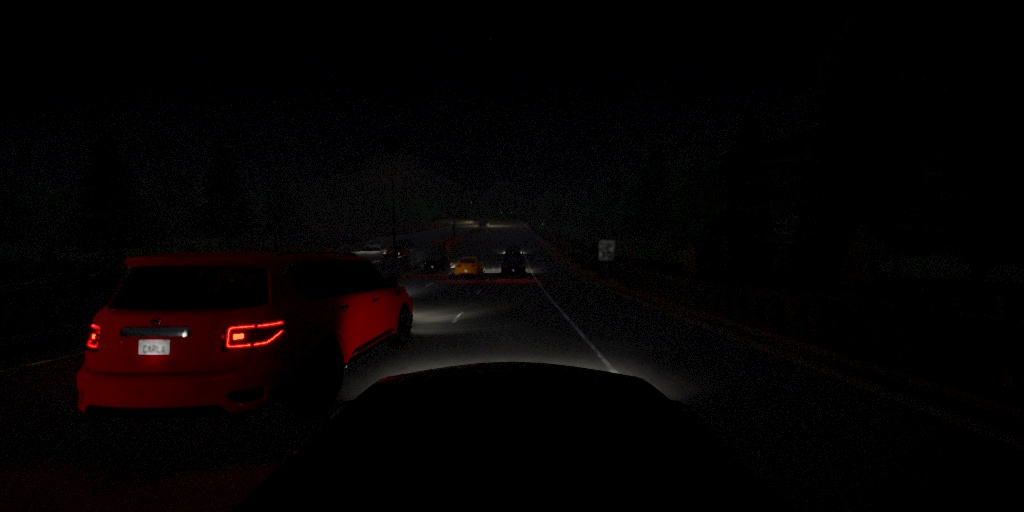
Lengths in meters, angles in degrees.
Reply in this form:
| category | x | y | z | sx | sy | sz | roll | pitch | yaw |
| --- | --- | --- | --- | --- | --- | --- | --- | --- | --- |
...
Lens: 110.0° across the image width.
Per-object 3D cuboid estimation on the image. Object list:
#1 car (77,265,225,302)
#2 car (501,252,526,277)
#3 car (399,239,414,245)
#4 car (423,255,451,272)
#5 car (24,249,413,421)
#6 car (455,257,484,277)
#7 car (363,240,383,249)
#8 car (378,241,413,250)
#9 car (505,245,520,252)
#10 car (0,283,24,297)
| category | x | y | z | sx | sy | sz | roll | pitch | yaw |
| --- | --- | --- | --- | --- | --- | --- | --- | --- | --- |
| car | -17.595 | 1.226 | 18.031 | 2.033 | 1.411 | 5.357 | 0 | 1 | 0 |
| car | 0.106 | 0.787 | 29.272 | 1.882 | 1.535 | 5.008 | 0 | 3 | 0 |
| car | -17.469 | -2.092 | 58.481 | 2.033 | 1.411 | 5.357 | 0 | 7 | 1 |
| car | -6.893 | 0.587 | 33.287 | 1.812 | 1.442 | 4.674 | 0 | 4 | 0 |
| car | -3.398 | 0.954 | 6.089 | 2.150 | 2.045 | 5.566 | 0 | 0 | 0 |
| car | -3.394 | 0.804 | 28.987 | 1.882 | 1.535 | 5.008 | 0 | 3 | 0 |
| car | -20.970 | -1.642 | 54.549 | 1.812 | 1.442 | 4.674 | 0 | 8 | 1 |
| car | -14.070 | -0.533 | 43.712 | 2.097 | 1.767 | 4.553 | 0 | 6 | 0 |
| car | 0.116 | -0.730 | 47.251 | 1.994 | 1.385 | 4.181 | 0 | 7 | 0 |
| car | -14.096 | 1.204 | 11.726 | 2.128 | 1.511 | 4.902 | 0 | 0 | 0 |
